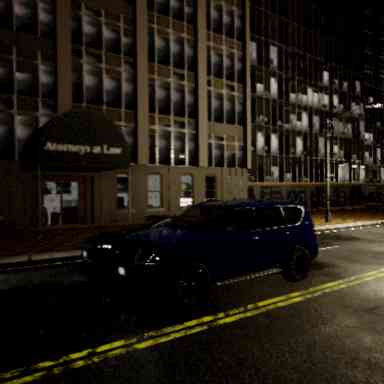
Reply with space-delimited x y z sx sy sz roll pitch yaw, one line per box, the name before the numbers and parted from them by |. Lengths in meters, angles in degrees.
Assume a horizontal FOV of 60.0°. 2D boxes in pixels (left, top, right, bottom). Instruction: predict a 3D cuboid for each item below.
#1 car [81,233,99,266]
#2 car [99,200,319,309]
car | -1.052 1.504 10.918 4.902 1.511 2.128 0 0 -35
car | 0.841 1.233 8.277 5.566 2.045 2.150 0 0 -35
